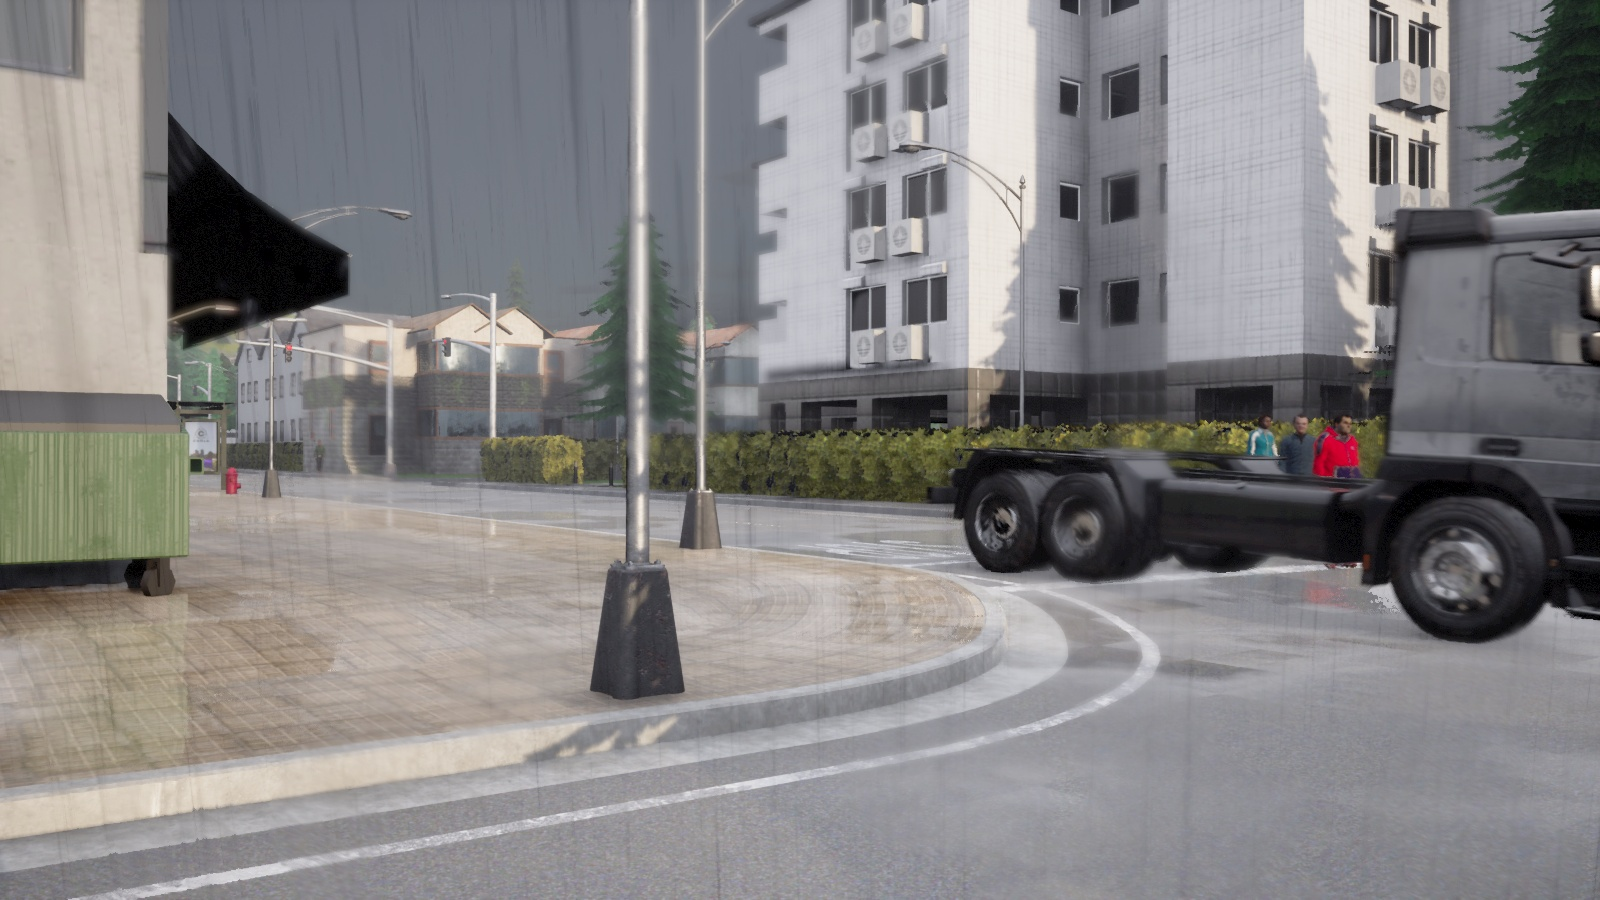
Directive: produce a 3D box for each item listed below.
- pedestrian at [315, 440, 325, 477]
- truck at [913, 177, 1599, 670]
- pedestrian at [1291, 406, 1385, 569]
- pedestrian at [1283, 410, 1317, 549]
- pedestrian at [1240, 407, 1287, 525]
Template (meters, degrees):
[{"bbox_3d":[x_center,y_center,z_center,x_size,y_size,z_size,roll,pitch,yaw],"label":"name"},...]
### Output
[{"bbox_3d":[-25.325,0.441,66.232,0.423,1.949,0.788,0,0,-14],"label":"pedestrian"},{"bbox_3d":[4.867,-0.315,12.345,2.891,3.462,7.936,0,2,-36],"label":"truck"},{"bbox_3d":[6.299,0.426,14.742,0.634,1.844,0.899,0,0,-9],"label":"pedestrian"},{"bbox_3d":[6.805,0.393,17.073,0.402,1.842,0.726,0,0,23],"label":"pedestrian"},{"bbox_3d":[7.742,0.261,20.993,0.396,1.930,0.692,0,0,-15],"label":"pedestrian"}]
